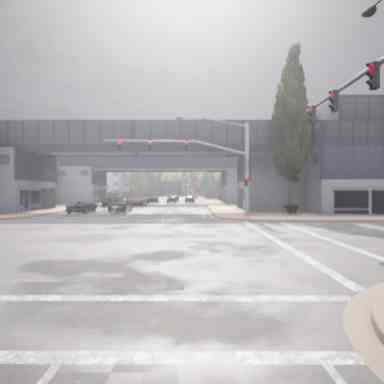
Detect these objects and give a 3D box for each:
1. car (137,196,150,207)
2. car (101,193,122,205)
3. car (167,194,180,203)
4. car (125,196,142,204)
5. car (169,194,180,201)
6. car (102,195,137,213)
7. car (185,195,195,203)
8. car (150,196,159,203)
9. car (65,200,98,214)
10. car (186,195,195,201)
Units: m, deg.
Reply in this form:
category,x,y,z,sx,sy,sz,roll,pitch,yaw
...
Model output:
category,x,y,z,sx,sy,sz,roll,pitch,yaw
car,-7.656,1.380,47.816,1.882,1.535,5.008,0,0,1
car,-11.169,1.125,47.105,2.150,2.045,5.566,0,0,-1
car,-3.954,1.414,65.349,2.033,1.411,5.357,0,0,0
car,-11.005,1.419,62.860,2.033,1.411,5.357,0,0,1
car,-3.889,1.292,75.035,2.128,1.511,4.902,0,0,0
car,-7.732,1.418,36.072,2.128,1.511,4.902,0,0,2
car,-0.445,1.428,66.654,1.994,1.385,4.181,0,0,0
car,-7.491,1.470,64.203,1.895,1.301,4.718,0,0,1
car,-11.259,1.531,34.114,1.895,1.301,4.718,0,0,0
car,-0.390,1.311,74.940,1.994,1.385,4.181,0,0,0
